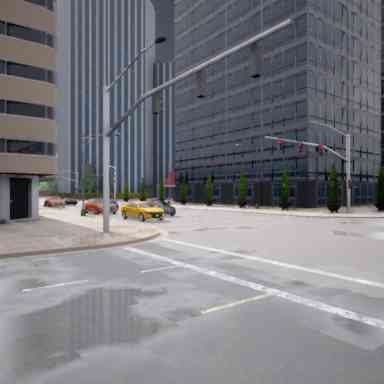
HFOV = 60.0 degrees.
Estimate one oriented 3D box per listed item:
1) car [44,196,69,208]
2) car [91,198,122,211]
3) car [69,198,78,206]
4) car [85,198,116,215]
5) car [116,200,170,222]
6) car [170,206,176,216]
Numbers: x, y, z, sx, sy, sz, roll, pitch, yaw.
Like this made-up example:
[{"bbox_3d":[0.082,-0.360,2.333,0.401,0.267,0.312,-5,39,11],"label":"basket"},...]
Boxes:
[{"bbox_3d":[-20.407,1.406,49.435,2.097,1.767,4.553,0,0,-36],"label":"car"},{"bbox_3d":[-10.965,1.547,42.536,2.128,1.511,4.902,0,0,-37],"label":"car"},{"bbox_3d":[-20.704,1.656,55.780,1.895,1.301,4.718,0,0,-36],"label":"car"},{"bbox_3d":[-9.544,1.409,34.752,2.097,1.767,4.553,0,0,-37],"label":"car"},{"bbox_3d":[-4.144,1.533,27.469,1.882,1.535,5.008,0,0,-37],"label":"car"},{"bbox_3d":[-3.403,1.560,32.344,1.837,1.490,4.892,0,0,-37],"label":"car"}]
